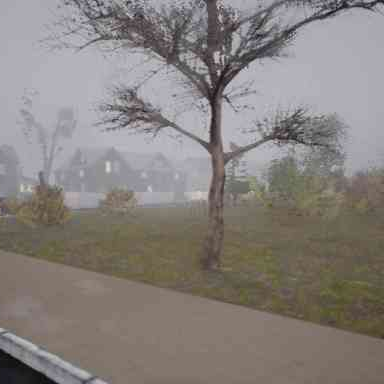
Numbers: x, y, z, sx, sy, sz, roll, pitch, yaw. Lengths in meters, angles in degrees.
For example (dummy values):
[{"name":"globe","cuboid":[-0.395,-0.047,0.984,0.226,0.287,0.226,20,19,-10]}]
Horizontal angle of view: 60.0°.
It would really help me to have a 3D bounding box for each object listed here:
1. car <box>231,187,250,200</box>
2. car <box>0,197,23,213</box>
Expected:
[{"name":"car","cuboid":[6.520,0.437,47.015,1.882,1.535,5.008,-2,0,45]},{"name":"car","cuboid":[-13.949,1.050,25.973,1.895,1.301,4.718,-2,0,44]}]
